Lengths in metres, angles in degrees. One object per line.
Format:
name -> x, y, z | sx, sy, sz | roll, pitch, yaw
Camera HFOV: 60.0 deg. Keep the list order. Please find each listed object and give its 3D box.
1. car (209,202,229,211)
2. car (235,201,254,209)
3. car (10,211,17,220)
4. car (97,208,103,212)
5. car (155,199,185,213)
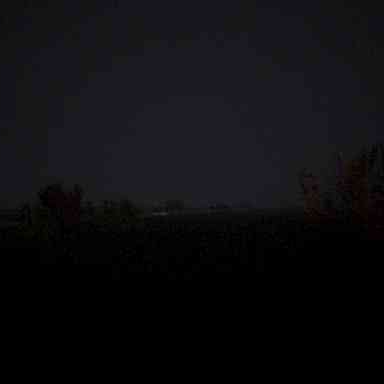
car -> 4.672, 2.429, 57.162 | 1.812, 1.442, 4.674 | -2, -2, 36
car -> 10.335, 2.559, 65.095 | 2.033, 1.411, 5.357 | -2, -2, 36
car -> -16.124, 2.153, 34.510 | 1.882, 1.535, 5.008 | -2, -2, 36
car -> -10.305, 2.310, 42.581 | 1.812, 1.442, 4.674 | -2, -2, 36
car -> -3.430, 2.132, 52.123 | 2.150, 2.045, 5.566 | -2, -2, 36
